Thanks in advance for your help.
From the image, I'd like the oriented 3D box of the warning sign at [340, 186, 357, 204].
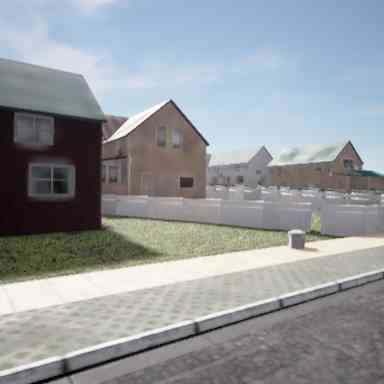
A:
[{"bbox_3d":[16.239,0.290,34.568,1.300,1.860,1.060,-3,1,-34],"label":"warning sign"}]
